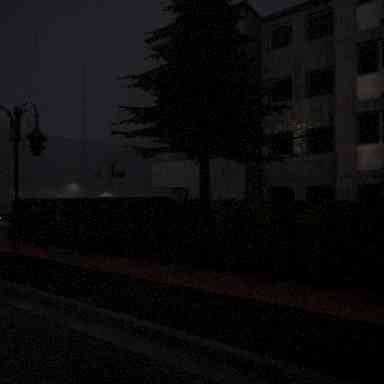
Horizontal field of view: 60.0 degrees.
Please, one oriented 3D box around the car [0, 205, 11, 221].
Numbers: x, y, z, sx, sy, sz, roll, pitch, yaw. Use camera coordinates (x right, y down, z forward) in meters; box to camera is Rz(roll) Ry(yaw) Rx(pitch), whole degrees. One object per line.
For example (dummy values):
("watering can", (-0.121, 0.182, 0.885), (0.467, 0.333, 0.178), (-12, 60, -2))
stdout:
("car", (-15.470, 1.869, 29.964), (1.994, 1.385, 4.181), (-1, 0, 36))
